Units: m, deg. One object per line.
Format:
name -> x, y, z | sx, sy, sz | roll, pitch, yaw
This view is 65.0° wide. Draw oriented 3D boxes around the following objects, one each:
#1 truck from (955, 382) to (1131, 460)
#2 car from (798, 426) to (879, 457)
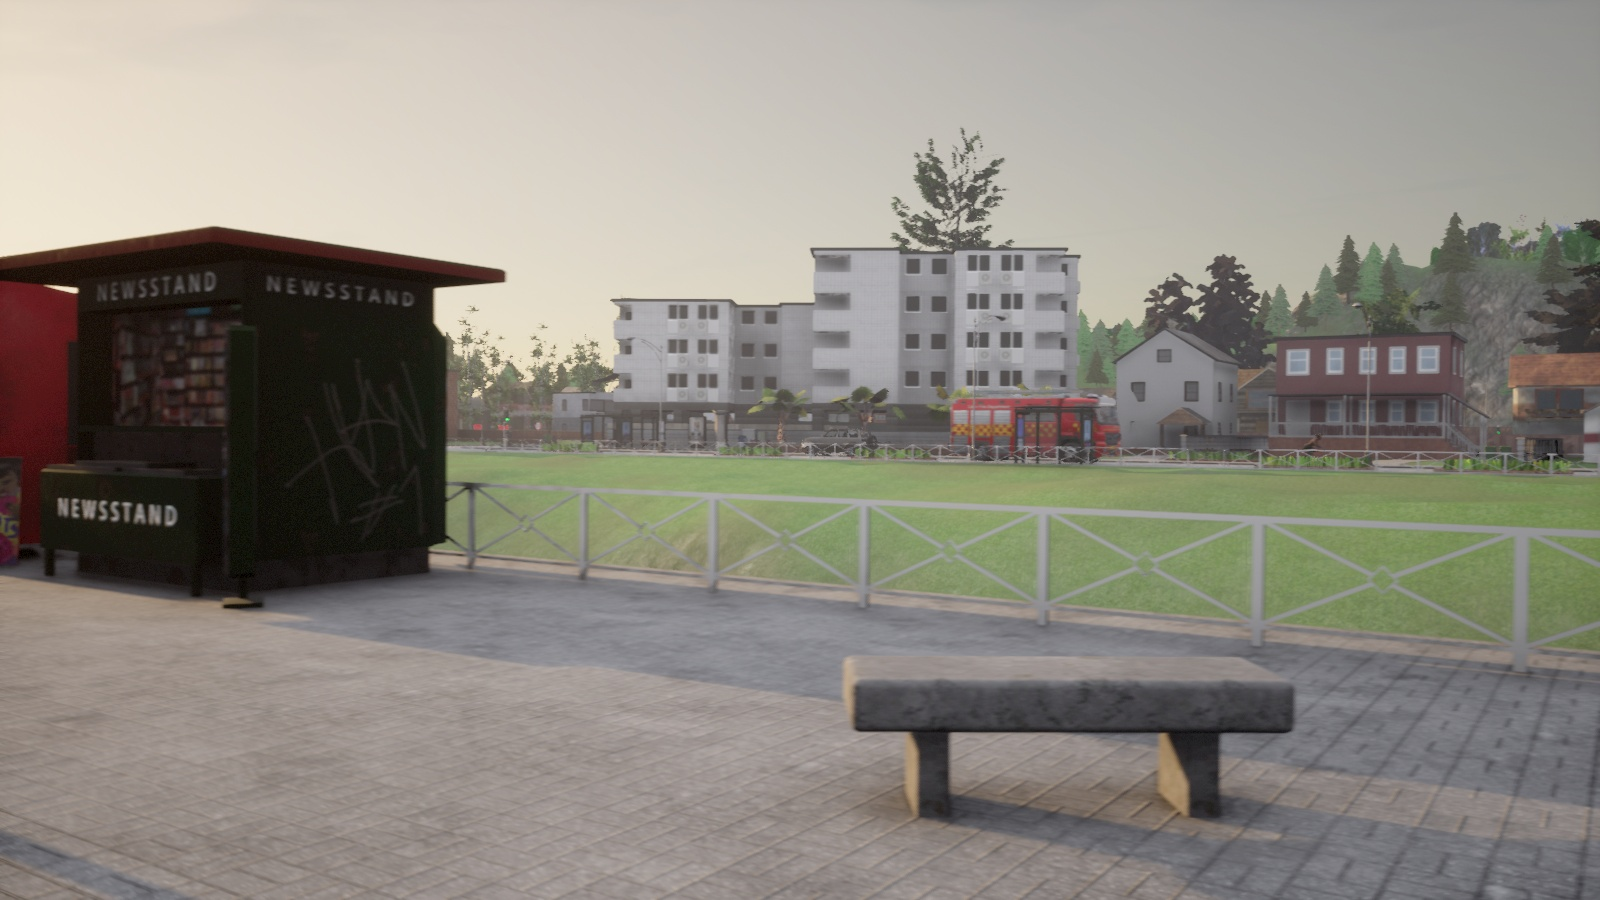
truck -> 12.535, -1.430, 65.144 | 8.468, 3.827, 2.891 | 0, 1, 34
car -> 2.355, -0.511, 76.732 | 4.605, 1.855, 1.932 | 0, 1, 34
